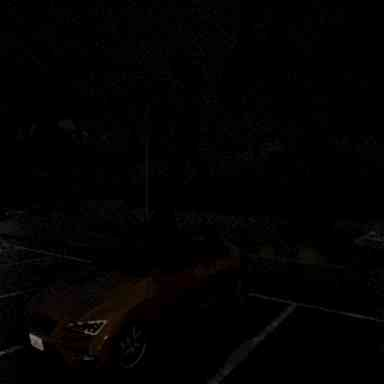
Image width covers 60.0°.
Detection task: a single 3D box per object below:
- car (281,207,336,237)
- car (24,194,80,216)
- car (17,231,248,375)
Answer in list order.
[{"bbox_3d":[5.947,1.483,16.748,1.784,1.438,3.905,1,0,36],"label":"car"},{"bbox_3d":[-12.388,1.099,29.751,1.932,1.855,4.605,1,0,36],"label":"car"},{"bbox_3d":[-0.612,1.477,5.615,1.816,1.474,4.193,1,0,36],"label":"car"}]
